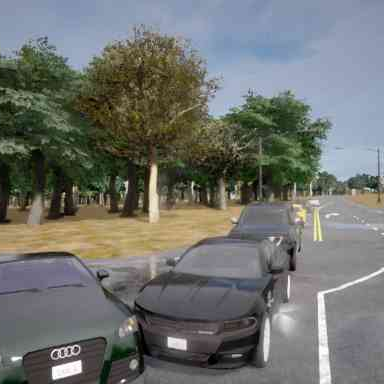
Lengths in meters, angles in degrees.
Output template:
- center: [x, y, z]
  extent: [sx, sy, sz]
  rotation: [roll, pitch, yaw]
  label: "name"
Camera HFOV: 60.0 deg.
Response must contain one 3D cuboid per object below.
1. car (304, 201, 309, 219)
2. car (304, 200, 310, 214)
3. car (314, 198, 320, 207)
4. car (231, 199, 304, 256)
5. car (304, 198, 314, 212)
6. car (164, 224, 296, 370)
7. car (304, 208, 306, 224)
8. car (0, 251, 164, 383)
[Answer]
- center: [7.200, 1.664, 24.095]
  extent: [1.882, 1.535, 5.008]
  rotation: [-1, 0, 20]
  label: "car"
- center: [9.252, 1.724, 29.601]
  extent: [1.812, 1.442, 4.674]
  rotation: [-1, 0, 20]
  label: "car"
- center: [20.479, 1.747, 56.661]
  extent: [1.812, 1.442, 4.674]
  rotation: [-1, 0, 27]
  label: "car"
- center: [2.840, 1.460, 12.431]
  extent: [2.150, 2.045, 5.566]
  rotation: [-2, 0, 20]
  label: "car"
- center: [12.965, 1.572, 39.423]
  extent: [2.097, 1.767, 4.553]
  rotation: [-1, 0, 21]
  label: "car"
- center: [0.727, 1.613, 6.288]
  extent: [1.882, 1.535, 5.008]
  rotation: [-1, -2, 21]
  label: "car"
- center: [5.059, 1.774, 18.338]
  extent: [1.895, 1.301, 4.718]
  rotation: [-1, 0, 21]
  label: "car"
- center: [-2.317, 1.643, 4.986]
  extent: [1.994, 1.385, 4.181]
  rotation: [1, -2, -33]
  label: "car"
